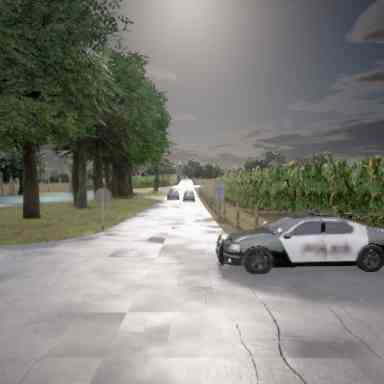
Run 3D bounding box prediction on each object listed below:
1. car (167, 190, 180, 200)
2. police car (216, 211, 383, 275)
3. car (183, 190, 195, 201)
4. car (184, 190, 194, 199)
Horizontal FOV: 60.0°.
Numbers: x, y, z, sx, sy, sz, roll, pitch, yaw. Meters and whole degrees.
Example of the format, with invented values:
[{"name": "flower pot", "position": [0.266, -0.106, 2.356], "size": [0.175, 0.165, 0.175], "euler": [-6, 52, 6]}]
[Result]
[{"name": "car", "position": [-3.280, 0.448, 58.852], "size": [2.097, 1.767, 4.553], "euler": [0, 2, -1]}, {"name": "police car", "position": [3.242, 1.398, 9.701], "size": [4.974, 1.542, 2.038], "euler": [-1, 2, 0]}, {"name": "car", "position": [-0.492, 0.781, 54.682], "size": [1.994, 1.385, 4.181], "euler": [0, 2, -1]}, {"name": "car", "position": [-0.582, 0.383, 64.677], "size": [1.882, 1.535, 5.008], "euler": [0, 2, -1]}]
